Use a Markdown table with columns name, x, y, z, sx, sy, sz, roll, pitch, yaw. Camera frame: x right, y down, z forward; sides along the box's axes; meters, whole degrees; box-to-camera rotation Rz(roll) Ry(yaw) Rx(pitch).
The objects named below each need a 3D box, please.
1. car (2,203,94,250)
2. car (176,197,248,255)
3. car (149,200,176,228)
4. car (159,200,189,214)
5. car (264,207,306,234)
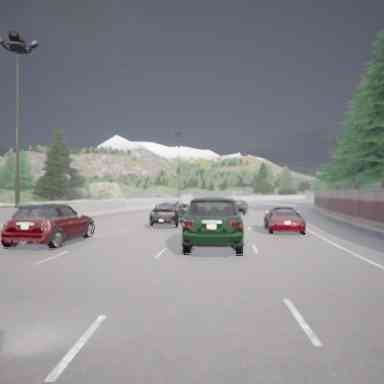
| name | x | y | z | sx | sy | sz | roll | pitch | yaw |
| --- | --- | --- | --- | --- | --- | --- | --- | --- | --- |
| car | -5.966 | 1.314 | 14.409 | 2.097 | 1.767 | 4.553 | 0 | 0 | 6 |
| car | 0.913 | 1.206 | 13.374 | 2.150 | 2.045 | 5.566 | 0 | 0 | 6 |
| car | -1.421 | 1.458 | 21.850 | 2.128 | 1.511 | 4.902 | 0 | 0 | 9 |
| car | -1.896 | 1.547 | 36.137 | 1.895 | 1.301 | 4.718 | 0 | 0 | 15 |
| car | 5.228 | 1.555 | 19.119 | 1.994 | 1.385 | 4.181 | 0 | 0 | 9 |
